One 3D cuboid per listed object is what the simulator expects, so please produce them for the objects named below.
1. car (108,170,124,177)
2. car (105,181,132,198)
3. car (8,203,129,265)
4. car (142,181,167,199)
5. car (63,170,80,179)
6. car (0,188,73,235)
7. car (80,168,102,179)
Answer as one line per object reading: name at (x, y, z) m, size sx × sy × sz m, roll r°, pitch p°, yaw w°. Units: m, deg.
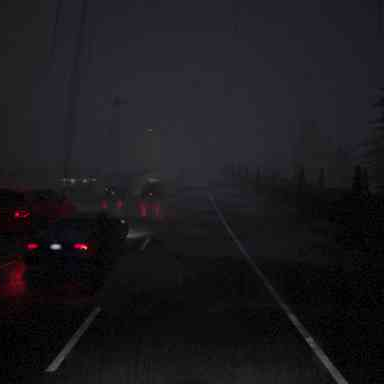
car at (-14.031, -3.438, 61.636) m, size 2.033 × 1.411 × 5.357 m, roll 0°, pitch 6°, yaw 0°
car at (-6.909, -0.348, 31.360) m, size 1.812 × 1.442 × 4.674 m, roll 0°, pitch 6°, yaw 0°
car at (-3.404, 1.314, 10.816) m, size 2.033 × 1.411 × 5.357 m, roll 0°, pitch 2°, yaw 0°
car at (-3.409, -0.280, 30.366) m, size 2.128 × 1.511 × 4.902 m, roll 0°, pitch 6°, yaw 0°
car at (-21.047, -3.163, 58.534) m, size 1.837 × 1.490 × 4.892 m, roll 0°, pitch 6°, yaw 1°
car at (-6.904, 0.810, 14.401) m, size 2.150 × 2.045 × 5.566 m, roll 0°, pitch 3°, yaw 0°
car at (-17.553, -3.329, 58.664) m, size 2.097 × 1.767 × 4.553 m, roll 0°, pitch 6°, yaw 1°
